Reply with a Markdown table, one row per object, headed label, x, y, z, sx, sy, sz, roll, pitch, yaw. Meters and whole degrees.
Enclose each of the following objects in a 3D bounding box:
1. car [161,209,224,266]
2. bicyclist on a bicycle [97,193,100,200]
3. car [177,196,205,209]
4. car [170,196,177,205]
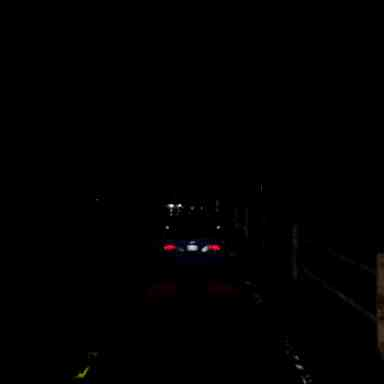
| label | x | y | z | sx | sy | sz | roll | pitch | yaw |
| --- | --- | --- | --- | --- | --- | --- | --- | --- | --- |
| car | 0.026 | 1.533 | 11.388 | 2.033 | 1.411 | 5.357 | 0 | 0 | 0 |
| bicyclist on a bicycle | -22.472 | 1.029 | 80.001 | 0.582 | 1.620 | 1.656 | 1 | 0 | 1 |
| car | 0.046 | 1.316 | 28.491 | 2.097 | 1.767 | 4.553 | 0 | 0 | 1 |
| car | -2.793 | 1.450 | 57.689 | 1.812 | 1.442 | 4.674 | 0 | 0 | 0 |
